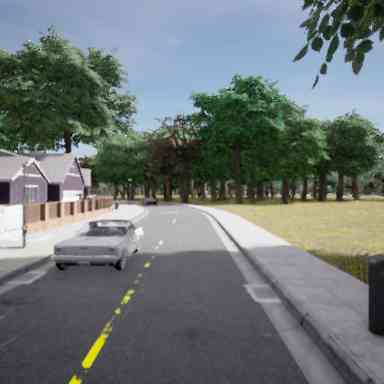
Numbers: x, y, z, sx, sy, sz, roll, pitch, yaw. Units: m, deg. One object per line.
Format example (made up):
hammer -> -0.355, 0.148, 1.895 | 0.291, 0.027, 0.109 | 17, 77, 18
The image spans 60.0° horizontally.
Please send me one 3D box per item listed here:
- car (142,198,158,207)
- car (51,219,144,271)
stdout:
car -> -6.653, 1.598, 52.616 | 1.895, 1.301, 4.718 | 0, 0, -16
car -> -2.850, 1.598, 11.020 | 1.895, 1.301, 4.718 | 0, 0, 0
